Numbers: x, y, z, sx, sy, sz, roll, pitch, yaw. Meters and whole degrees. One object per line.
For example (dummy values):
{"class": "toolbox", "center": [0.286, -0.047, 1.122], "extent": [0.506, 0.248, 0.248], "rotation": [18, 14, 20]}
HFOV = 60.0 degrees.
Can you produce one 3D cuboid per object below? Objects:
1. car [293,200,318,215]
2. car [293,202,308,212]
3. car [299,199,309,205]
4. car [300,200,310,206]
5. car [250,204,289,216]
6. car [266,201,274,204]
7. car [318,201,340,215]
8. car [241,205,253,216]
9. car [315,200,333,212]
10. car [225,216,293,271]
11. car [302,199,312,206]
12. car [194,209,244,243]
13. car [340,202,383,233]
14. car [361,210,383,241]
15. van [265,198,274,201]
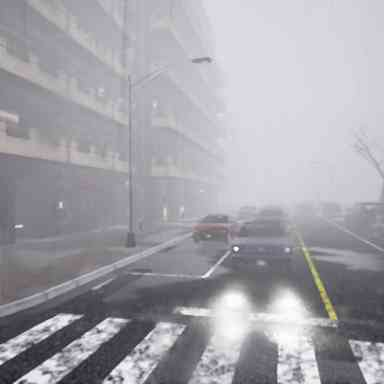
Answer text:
{"class": "car", "center": [13.445, 2.009, 39.847], "extent": [2.033, 1.411, 5.357], "rotation": [-1, -1, 16]}
{"class": "car", "center": [15.978, 2.183, 49.300], "extent": [1.895, 1.301, 4.718], "rotation": [-1, -1, 15]}
{"class": "car", "center": [28.379, 2.567, 84.413], "extent": [2.008, 1.369, 4.403], "rotation": [-1, -1, 15]}
{"class": "car", "center": [26.921, 2.495, 79.086], "extent": [2.008, 1.369, 4.403], "rotation": [-1, -1, 15]}
{"class": "car", "center": [4.944, 1.743, 20.738], "extent": [1.882, 1.535, 5.008], "rotation": [-1, -1, 15]}
{"class": "car", "center": [7.687, 1.880, 30.718], "extent": [2.128, 1.511, 4.902], "rotation": [-1, -1, 15]}
{"class": "car", "center": [16.844, 1.908, 40.586], "extent": [1.882, 1.535, 5.008], "rotation": [-1, -1, 15]}
{"class": "car", "center": [5.718, 2.001, 33.358], "extent": [1.887, 1.381, 4.507], "rotation": [-1, -1, 15]}
{"class": "car", "center": [18.693, 1.993, 47.338], "extent": [1.882, 1.535, 5.008], "rotation": [-1, -1, 15]}
{"class": "car", "center": [2.464, 1.756, 11.674], "extent": [1.895, 1.301, 4.718], "rotation": [-1, -1, 12]}
{"class": "car", "center": [25.462, 2.312, 73.761], "extent": [1.967, 1.590, 4.097], "rotation": [-1, -1, 15]}
{"class": "car", "center": [1.345, 1.803, 17.378], "extent": [1.887, 1.381, 4.507], "rotation": [-1, -1, 15]}
{"class": "car", "center": [10.883, 1.500, 20.497], "extent": [2.192, 1.841, 5.009], "rotation": [-1, -1, 15]}
{"class": "car", "center": [9.427, 1.685, 15.167], "extent": [1.947, 1.339, 4.313], "rotation": [-1, -1, 15]}
{"class": "van", "center": [18.836, 2.424, 81.301], "extent": [1.690, 1.788, 3.998], "rotation": [-1, -1, 15]}
